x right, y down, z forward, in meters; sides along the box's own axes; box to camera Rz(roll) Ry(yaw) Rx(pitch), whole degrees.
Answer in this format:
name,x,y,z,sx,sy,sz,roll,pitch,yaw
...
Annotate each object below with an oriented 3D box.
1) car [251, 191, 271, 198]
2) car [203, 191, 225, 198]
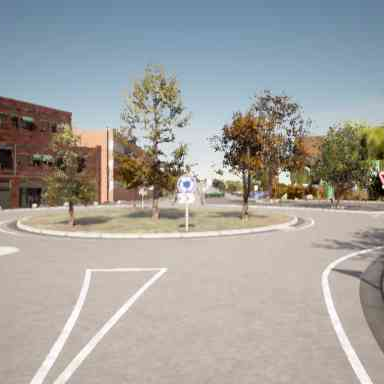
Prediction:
name,x,y,z,sx,sy,sz,roll,pitch,yaw
car,19.024,0.911,89.871,4.553,1.767,2.185,0,1,0
car,6.509,0.789,92.717,5.566,2.045,2.435,0,0,0
